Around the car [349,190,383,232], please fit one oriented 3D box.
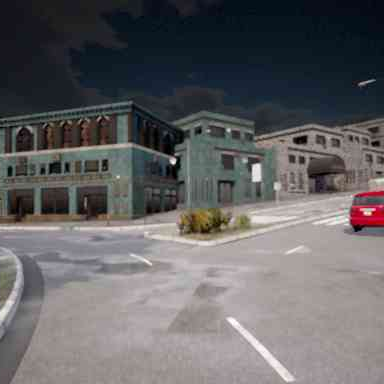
[{"bbox_3d":[10.244,0.895,17.560,5.566,2.045,2.150,-6,1,-43],"label":"car"}]
